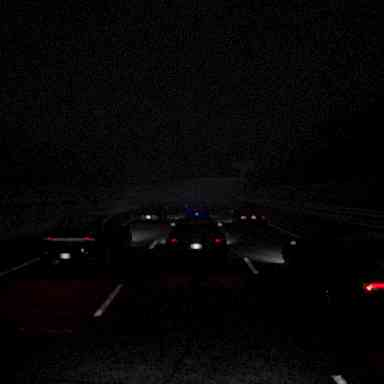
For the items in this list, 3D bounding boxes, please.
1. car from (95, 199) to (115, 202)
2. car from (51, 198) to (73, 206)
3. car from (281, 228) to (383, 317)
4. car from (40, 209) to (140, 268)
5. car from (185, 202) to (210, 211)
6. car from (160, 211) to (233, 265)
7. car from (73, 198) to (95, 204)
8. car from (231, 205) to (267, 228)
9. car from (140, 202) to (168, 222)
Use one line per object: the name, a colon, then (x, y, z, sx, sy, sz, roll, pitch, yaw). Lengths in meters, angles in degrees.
car: (-12.899, 1.697, 51.334, 1.895, 1.301, 4.718, 0, 0, 3)
car: (-19.877, 1.635, 51.746, 2.033, 1.411, 5.357, 0, 0, 3)
car: (3.586, 1.555, 7.747, 2.033, 1.411, 5.357, 0, 0, 1)
car: (-3.355, 1.501, 11.326, 2.128, 1.511, 4.902, 0, 0, 1)
car: (0.444, 1.530, 27.845, 1.882, 1.535, 5.008, 0, 0, 2)
car: (0.155, 1.576, 11.819, 1.994, 1.385, 4.181, 0, 0, 1)
car: (-16.364, 1.657, 51.997, 1.994, 1.385, 4.181, 0, 0, 3)
car: (3.791, 1.590, 22.607, 2.033, 1.411, 5.357, 0, 0, 2)
car: (-3.094, 1.553, 26.579, 1.837, 1.490, 4.892, 0, 0, 2)
